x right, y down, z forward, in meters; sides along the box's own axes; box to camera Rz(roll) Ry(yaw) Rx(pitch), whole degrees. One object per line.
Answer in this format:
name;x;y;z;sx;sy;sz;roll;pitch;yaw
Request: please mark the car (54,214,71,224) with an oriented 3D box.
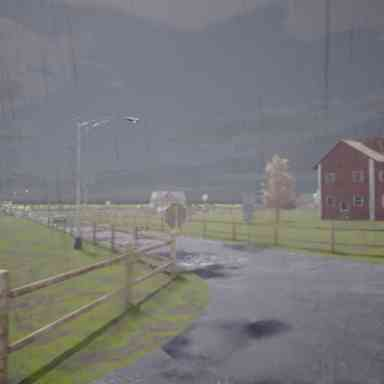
car;-18.867;3.871;48.052;2.033;1.411;5.357;1;-3;-30
